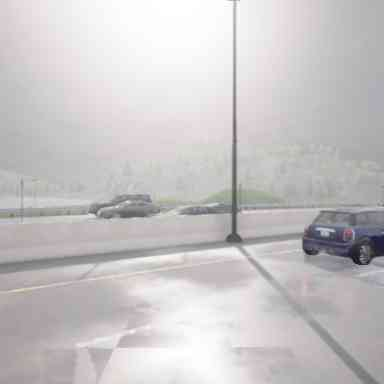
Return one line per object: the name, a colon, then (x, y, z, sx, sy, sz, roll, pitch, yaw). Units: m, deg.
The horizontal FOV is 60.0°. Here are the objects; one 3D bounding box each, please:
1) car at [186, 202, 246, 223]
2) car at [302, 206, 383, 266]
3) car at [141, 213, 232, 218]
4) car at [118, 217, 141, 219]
car: (1.882, 1.532, 25.751, 4.181, 1.385, 1.994, 0, 0, -30)
car: (6.046, 1.348, 11.707, 4.553, 1.767, 2.097, 0, 0, -32)
car: (-0.122, 1.518, 20.523, 5.357, 1.411, 2.033, 0, 0, -32)
car: (-4.808, 1.444, 25.810, 4.902, 1.511, 2.128, 0, 0, -32)
